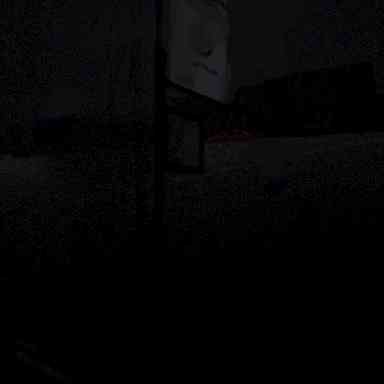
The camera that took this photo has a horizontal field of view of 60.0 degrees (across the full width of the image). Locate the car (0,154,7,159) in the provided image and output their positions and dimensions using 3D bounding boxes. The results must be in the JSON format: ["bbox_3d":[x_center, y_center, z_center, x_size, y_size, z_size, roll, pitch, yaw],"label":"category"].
[{"bbox_3d":[-24.075,-4.196,42.951,4.674,1.452,2.002,1,0,34],"label":"car"}]

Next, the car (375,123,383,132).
[{"bbox_3d":[13.203,-3.583,19.061,4.792,1.488,2.163,1,1,29],"label":"car"}]

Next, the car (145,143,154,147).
[{"bbox_3d":[-1.264,-3.860,27.593,4.674,1.452,2.002,1,1,33],"label":"car"}]

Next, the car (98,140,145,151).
[{"bbox_3d":[-5.914,-3.989,30.617,4.892,1.521,2.231,1,1,34],"label":"car"}]

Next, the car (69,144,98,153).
[{"bbox_3d":[-10.484,-4.061,33.713,4.892,1.521,2.231,1,0,34],"label":"car"}]

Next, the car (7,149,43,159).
[{"bbox_3d":[-19.531,-4.304,39.862,4.553,1.767,2.185,1,0,34],"label":"car"}]

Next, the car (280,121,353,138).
[{"bbox_3d":[8.207,-3.836,21.856,4.553,1.767,2.185,1,1,31],"label":"car"}]

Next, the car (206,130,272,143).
[{"bbox_3d":[3.451,-3.805,24.668,5.008,1.535,2.097,1,1,32],"label":"car"}]
